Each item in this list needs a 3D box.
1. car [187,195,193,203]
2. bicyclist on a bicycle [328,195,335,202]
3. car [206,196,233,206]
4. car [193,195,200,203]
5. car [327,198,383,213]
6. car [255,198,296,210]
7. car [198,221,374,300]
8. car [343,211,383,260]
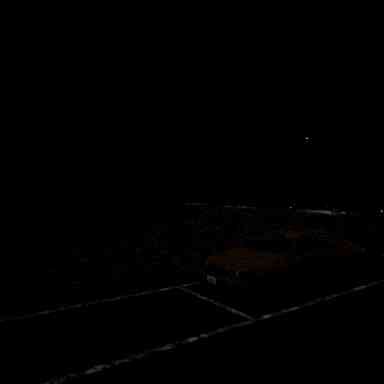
[{"bbox_3d":[-2.418,1.173,55.363,1.895,1.301,4.718,1,0,-34],"label":"car"},{"bbox_3d":[16.341,1.158,38.933,1.656,1.620,0.582,0,0,-34],"label":"bicyclist on a bicycle"},{"bbox_3d":[3.807,1.238,46.209,1.994,1.385,4.181,1,0,-34],"label":"car"},{"bbox_3d":[-0.598,1.194,58.193,1.895,1.301,4.718,1,0,-34],"label":"car"},{"bbox_3d":[14.732,1.342,30.238,2.128,1.511,4.902,1,0,-34],"label":"car"},{"bbox_3d":[9.471,1.367,37.920,1.895,1.301,4.718,1,0,-34],"label":"car"},{"bbox_3d":[2.395,1.527,8.370,4.829,1.417,1.752,0,1,-35],"label":"car"},{"bbox_3d":[7.156,1.547,11.673,4.507,1.381,1.887,0,1,-35],"label":"car"}]
